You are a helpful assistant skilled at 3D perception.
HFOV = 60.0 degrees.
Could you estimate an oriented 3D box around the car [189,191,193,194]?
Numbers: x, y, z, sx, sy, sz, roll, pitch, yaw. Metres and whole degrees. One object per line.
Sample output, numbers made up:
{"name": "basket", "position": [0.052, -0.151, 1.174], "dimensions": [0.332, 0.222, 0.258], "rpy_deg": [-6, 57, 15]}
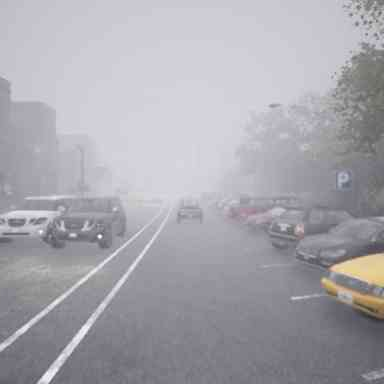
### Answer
{"name": "car", "position": [2.581, 1.202, 68.927], "dimensions": [5.008, 1.535, 2.097], "rpy_deg": [1, 0, -25]}

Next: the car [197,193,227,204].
{"name": "car", "position": [3.478, 1.119, 57.068], "dimensions": [4.553, 1.767, 2.185], "rpy_deg": [1, 0, -24]}

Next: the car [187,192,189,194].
{"name": "car", "position": [2.064, 1.186, 74.841], "dimensions": [5.008, 1.535, 2.097], "rpy_deg": [1, 0, -26]}

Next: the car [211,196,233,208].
{"name": "car", "position": [4.754, 1.415, 33.362], "dimensions": [4.674, 1.452, 2.002], "rpy_deg": [0, 1, -22]}

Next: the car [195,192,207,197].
{"name": "car", "position": [3.925, 1.021, 51.162], "dimensions": [5.566, 2.045, 2.435], "rpy_deg": [1, 0, -24]}

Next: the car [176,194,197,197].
{"name": "car", "position": [-0.882, 1.380, 42.904], "dimensions": [2.033, 1.411, 5.357], "rpy_deg": [0, 0, -3]}

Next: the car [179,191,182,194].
{"name": "car", "position": [-0.178, 1.147, 95.522], "dimensions": [5.008, 1.535, 2.097], "rpy_deg": [1, 0, -27]}

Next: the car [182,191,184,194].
{"name": "car", "position": [0.844, 1.163, 86.669], "dimensions": [5.008, 1.535, 2.097], "rpy_deg": [1, 0, -26]}

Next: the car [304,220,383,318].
{"name": "car", "position": [5.125, 1.476, 6.584], "dimensions": [5.366, 1.575, 1.946], "rpy_deg": [1, 0, -20]}

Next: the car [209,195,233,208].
{"name": "car", "position": [4.657, 1.396, 36.315], "dimensions": [4.674, 1.452, 2.002], "rpy_deg": [1, 0, -23]}

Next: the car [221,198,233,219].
{"name": "car", "position": [5.051, 1.424, 24.479], "dimensions": [5.008, 1.535, 2.097], "rpy_deg": [1, 0, -22]}

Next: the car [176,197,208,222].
{"name": "car", "position": [-0.198, 1.425, 25.252], "dimensions": [2.128, 1.511, 4.902], "rpy_deg": [0, 0, -1]}

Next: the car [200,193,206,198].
{"name": "car", "position": [4.219, 1.315, 42.175], "dimensions": [5.366, 1.575, 1.946], "rpy_deg": [1, 1, -23]}

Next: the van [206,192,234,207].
{"name": "van", "position": [4.427, 1.110, 39.232], "dimensions": [4.442, 1.987, 1.878], "rpy_deg": [1, 1, -23]}

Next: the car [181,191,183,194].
{"name": "car", "position": [0.209, 1.028, 92.580], "dimensions": [4.553, 1.767, 2.185], "rpy_deg": [1, 0, -27]}

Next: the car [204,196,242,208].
{"name": "car", "position": [4.239, 1.343, 45.216], "dimensions": [4.674, 1.452, 2.002], "rpy_deg": [1, 1, -23]}

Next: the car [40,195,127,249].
{"name": "car", "position": [-4.329, 1.199, 14.761], "dimensions": [2.150, 2.045, 5.566], "rpy_deg": [0, 0, -1]}

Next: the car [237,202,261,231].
{"name": "car", "position": [5.185, 1.490, 18.535], "dimensions": [4.674, 1.452, 2.002], "rpy_deg": [1, 1, -21]}

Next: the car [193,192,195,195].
{"name": "car", "position": [3.305, 1.234, 60.037], "dimensions": [4.892, 1.521, 2.231], "rpy_deg": [1, 0, -24]}

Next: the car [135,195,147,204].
{"name": "car", "position": [-8.984, 1.243, 58.986], "dimensions": [1.882, 1.535, 5.008], "rpy_deg": [0, 0, -4]}

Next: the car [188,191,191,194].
{"name": "car", "position": [2.297, 1.067, 71.877], "dimensions": [4.553, 1.767, 2.185], "rpy_deg": [1, 0, -25]}

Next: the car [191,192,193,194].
{"name": "car", "position": [2.806, 1.240, 65.952], "dimensions": [4.792, 1.488, 2.163], "rpy_deg": [1, 0, -25]}

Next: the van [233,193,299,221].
{"name": "van", "position": [5.237, 1.213, 21.554], "dimensions": [4.442, 1.987, 1.878], "rpy_deg": [1, 0, -21]}

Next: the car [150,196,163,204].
{"name": "car", "position": [-6.028, 1.334, 56.602], "dimensions": [1.994, 1.385, 4.181], "rpy_deg": [0, 0, -4]}

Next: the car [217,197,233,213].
{"name": "car", "position": [5.150, 1.408, 27.516], "dimensions": [5.366, 1.575, 1.946], "rpy_deg": [1, 0, -22]}

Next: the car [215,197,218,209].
{"name": "car", "position": [4.873, 1.433, 30.417], "dimensions": [4.674, 1.452, 2.002], "rpy_deg": [1, 0, -22]}

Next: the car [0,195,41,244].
{"name": "car", "position": [-7.150, 1.196, 16.155], "dimensions": [2.150, 2.045, 5.566], "rpy_deg": [0, 0, -1]}

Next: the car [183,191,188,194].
{"name": "car", "position": [1.179, 1.168, 83.710], "dimensions": [5.008, 1.535, 2.097], "rpy_deg": [1, 0, -26]}

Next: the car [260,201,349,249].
{"name": "car", "position": [5.236, 1.343, 12.584], "dimensions": [4.553, 1.767, 2.185], "rpy_deg": [1, 0, -21]}

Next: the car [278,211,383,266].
{"name": "car", "position": [5.294, 1.477, 9.622], "dimensions": [4.892, 1.521, 2.231], "rpy_deg": [1, 0, -20]}
